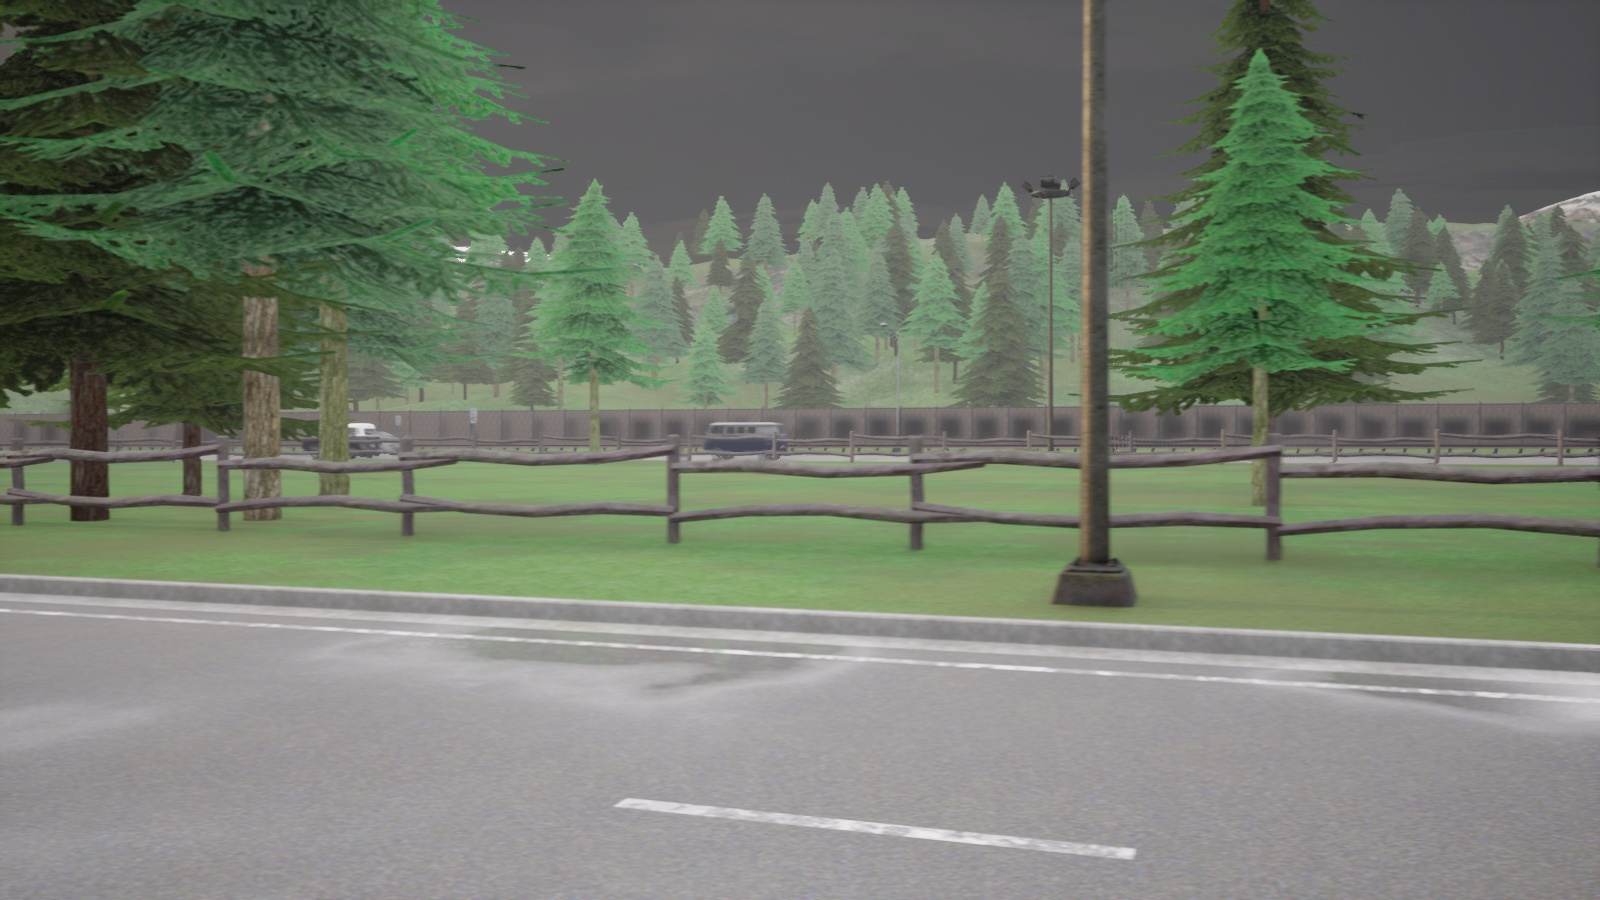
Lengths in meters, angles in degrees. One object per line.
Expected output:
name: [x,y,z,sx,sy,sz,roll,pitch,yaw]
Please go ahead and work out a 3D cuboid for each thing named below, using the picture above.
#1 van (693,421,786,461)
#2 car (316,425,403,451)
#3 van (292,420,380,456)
van: [-3.121,-0.471,64.860,4.442,1.987,1.775,1,1,18]
car: [-28.279,-0.792,80.612,5.027,1.651,2.152,1,1,18]
van: [-26.856,-0.716,72.760,4.480,2.038,2.069,1,1,18]
